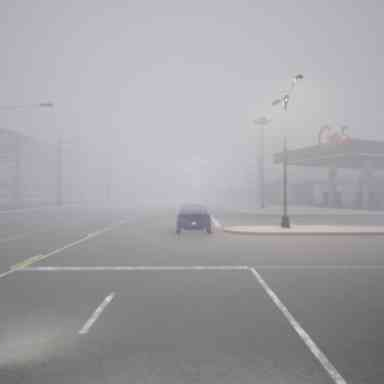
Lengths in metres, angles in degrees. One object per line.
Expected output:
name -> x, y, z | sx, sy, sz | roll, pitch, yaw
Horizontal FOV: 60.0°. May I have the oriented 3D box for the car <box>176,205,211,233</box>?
car -> 0.097, 1.493, 19.842 | 1.882, 1.535, 5.008 | 0, 0, 0
